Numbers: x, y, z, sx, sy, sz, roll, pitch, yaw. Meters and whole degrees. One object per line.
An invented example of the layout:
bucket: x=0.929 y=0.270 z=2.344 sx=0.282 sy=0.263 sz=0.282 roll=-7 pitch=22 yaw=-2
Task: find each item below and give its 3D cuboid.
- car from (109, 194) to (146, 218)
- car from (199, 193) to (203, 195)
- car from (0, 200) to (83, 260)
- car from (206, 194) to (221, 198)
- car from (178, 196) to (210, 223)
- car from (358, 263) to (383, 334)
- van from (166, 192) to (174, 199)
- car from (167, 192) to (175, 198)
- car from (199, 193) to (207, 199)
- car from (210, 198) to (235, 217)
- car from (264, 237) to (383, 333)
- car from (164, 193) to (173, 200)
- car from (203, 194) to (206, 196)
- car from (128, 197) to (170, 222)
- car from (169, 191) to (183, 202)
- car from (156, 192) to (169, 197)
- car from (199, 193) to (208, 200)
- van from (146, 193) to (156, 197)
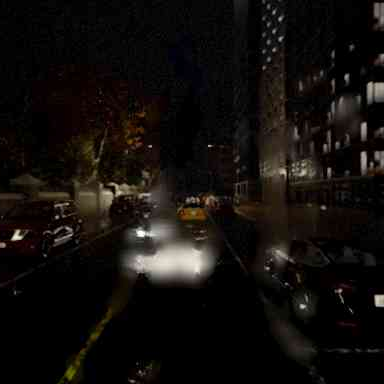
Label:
car: x=-5.668 y=1.168 z=28.731 sx=2.192 sy=1.841 sz=5.009 roll=1 pitch=0 yaw=0
car: x=2.723 y=1.127 z=56.757 sx=1.967 sy=1.590 sz=4.097 roll=1 pitch=0 yaw=0
car: x=-5.676 y=1.255 z=12.414 sx=2.192 sy=1.841 sz=5.009 roll=1 pitch=0 yaw=0
car: x=2.713 y=1.261 z=34.287 sx=1.967 sy=1.590 sz=4.097 roll=1 pitch=0 yaw=0
car: x=0.110 y=1.334 z=24.032 sx=1.801 sy=1.575 sz=5.366 roll=0 pitch=0 yaw=0
car: x=2.697 y=1.519 z=1.173 sx=1.752 sy=1.417 sz=4.829 roll=1 pitch=0 yaw=0
van: x=-5.643 y=0.837 z=84.869 sx=1.690 sy=1.788 sz=3.998 roll=1 pitch=0 yaw=0
car: x=-5.642 y=0.896 z=90.483 sx=1.967 sy=1.590 sz=4.097 roll=1 pitch=0 yaw=0
car: x=2.735 y=1.040 z=84.844 sx=1.887 sy=1.381 sz=4.507 roll=1 pitch=0 yaw=0
car: x=2.709 y=1.435 z=28.670 sx=1.802 sy=1.307 sz=4.206 roll=1 pitch=0 yaw=0
car: x=2.699 y=1.534 z=6.683 sx=1.947 sy=1.339 sz=4.313 roll=1 pitch=0 yaw=0
car: x=-5.648 y=1.062 z=79.087 sx=1.752 sy=1.417 sz=4.829 roll=1 pitch=0 yaw=0
car: x=2.717 y=1.280 z=45.692 sx=1.752 sy=1.417 sz=4.829 roll=1 pitch=0 yaw=0
car: x=-3.087 y=1.365 z=24.960 sx=2.128 sy=1.511 sz=4.902 roll=0 pitch=0 yaw=0
car: x=-2.986 y=0.855 z=65.054 sx=2.150 sy=2.045 sz=5.566 roll=0 pitch=0 yaw=0
car: x=-5.655 y=1.003 z=56.801 sx=2.192 sy=1.841 sz=5.009 roll=1 pitch=0 yaw=0
car: x=2.732 y=1.080 z=79.228 sx=1.887 sy=1.381 sz=4.507 roll=1 pitch=0 yaw=0
van: x=-5.663 y=1.130 z=39.959 sx=1.690 sy=1.788 sz=3.998 roll=1 pitch=0 yaw=0
